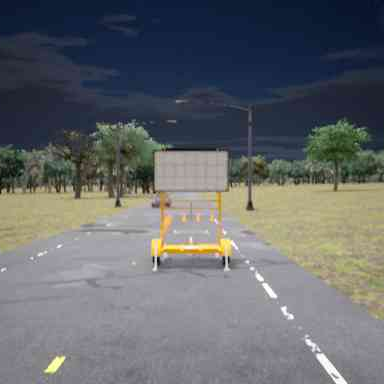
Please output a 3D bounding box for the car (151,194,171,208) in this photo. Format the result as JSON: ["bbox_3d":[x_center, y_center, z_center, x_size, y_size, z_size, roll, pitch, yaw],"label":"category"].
[{"bbox_3d":[-3.697,1.009,40.200,2.097,1.767,4.553,0,1,0],"label":"car"}]

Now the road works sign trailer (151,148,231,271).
[{"bbox_3d":[-0.026,0.400,10.687,2.380,3.560,2.880,0,0,0],"label":"road works sign trailer"}]
